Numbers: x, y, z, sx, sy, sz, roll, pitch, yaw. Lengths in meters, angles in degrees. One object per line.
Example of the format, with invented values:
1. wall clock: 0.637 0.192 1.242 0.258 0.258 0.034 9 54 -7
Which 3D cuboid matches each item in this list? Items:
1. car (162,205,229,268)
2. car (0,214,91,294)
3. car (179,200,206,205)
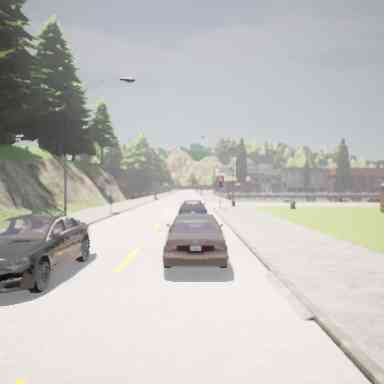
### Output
1. car: 0.093 1.383 10.631 2.033 1.411 5.357 0 1 0
2. car: -4.083 1.359 8.602 2.128 1.511 4.902 0 1 0
3. car: 0.056 1.207 23.288 1.994 1.385 4.181 0 1 0
